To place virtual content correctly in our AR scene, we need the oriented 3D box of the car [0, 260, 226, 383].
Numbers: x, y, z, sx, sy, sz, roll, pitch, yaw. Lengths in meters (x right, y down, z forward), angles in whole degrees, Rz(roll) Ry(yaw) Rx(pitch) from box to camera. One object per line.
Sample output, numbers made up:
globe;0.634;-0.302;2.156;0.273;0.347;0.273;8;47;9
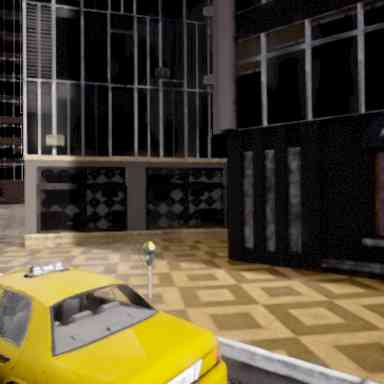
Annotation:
car;-1.943;1.536;4.120;4.829;1.417;1.752;0;-1;36
